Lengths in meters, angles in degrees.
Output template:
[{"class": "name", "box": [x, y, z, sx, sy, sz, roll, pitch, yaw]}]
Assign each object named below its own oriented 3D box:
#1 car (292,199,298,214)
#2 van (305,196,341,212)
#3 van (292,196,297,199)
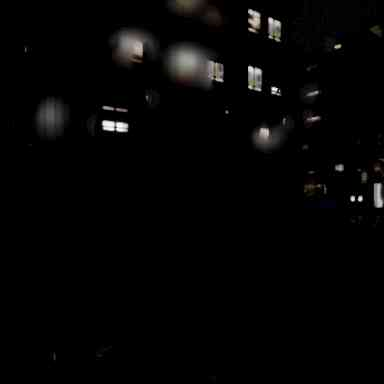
[{"class": "car", "box": [8.180, 1.644, 33.215, 1.802, 1.307, 4.206, -2, 0, -36]}, {"class": "van", "box": [14.917, 1.298, 38.131, 1.690, 1.788, 3.998, -2, 0, -36]}, {"class": "van", "box": [11.602, 1.372, 42.647, 1.690, 1.788, 3.998, -2, 0, -36]}]
